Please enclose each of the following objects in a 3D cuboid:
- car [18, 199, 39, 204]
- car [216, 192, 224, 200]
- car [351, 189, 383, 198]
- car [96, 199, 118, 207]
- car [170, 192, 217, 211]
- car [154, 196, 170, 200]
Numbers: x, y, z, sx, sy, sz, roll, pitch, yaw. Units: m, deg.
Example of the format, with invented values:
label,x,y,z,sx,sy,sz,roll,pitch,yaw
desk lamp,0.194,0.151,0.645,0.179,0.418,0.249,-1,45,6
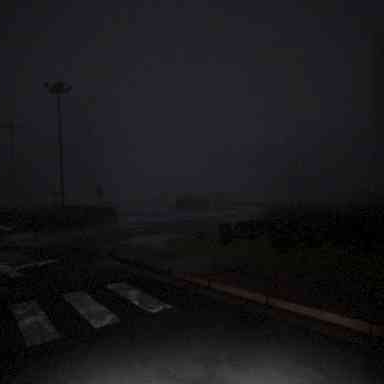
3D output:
label,x,y,z,sx,sy,sz,roll,pitch,yaw
car,-36.256,2.487,75.176,5.566,2.045,2.150,-3,0,-40
car,3.730,0.902,55.173,3.866,1.878,1.905,-3,0,-40
car,19.382,0.477,36.712,4.611,1.667,2.242,-3,0,-40
car,-14.437,1.919,55.860,3.905,1.438,1.784,-3,0,-40
car,0.219,1.152,38.829,4.605,1.855,1.932,-3,0,-40
car,-5.408,1.446,65.090,4.193,1.474,1.816,-3,0,-40
